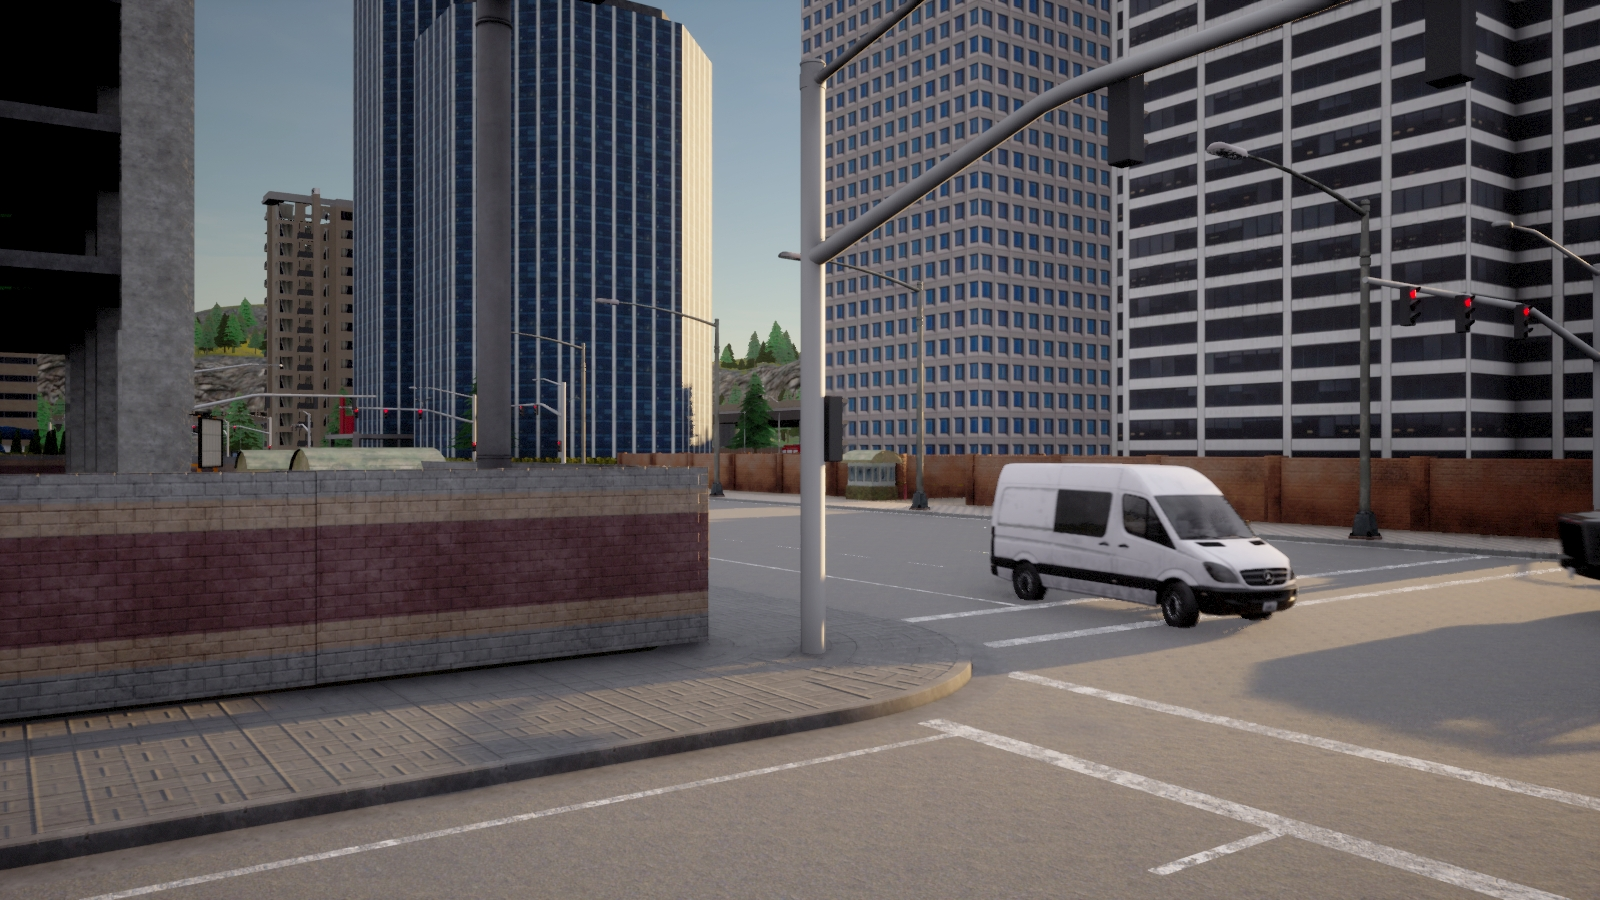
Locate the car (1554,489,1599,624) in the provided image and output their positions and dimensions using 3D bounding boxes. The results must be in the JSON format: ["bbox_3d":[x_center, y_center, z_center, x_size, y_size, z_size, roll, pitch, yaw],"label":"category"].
[{"bbox_3d":[15.999,1.752,18.271,6.274,2.098,2.390,0,0,24],"label":"car"}]

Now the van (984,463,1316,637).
[{"bbox_3d":[5.856,1.534,20.146,1.988,2.561,5.915,1,-1,-28],"label":"van"}]
